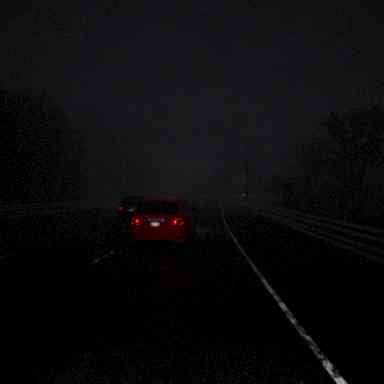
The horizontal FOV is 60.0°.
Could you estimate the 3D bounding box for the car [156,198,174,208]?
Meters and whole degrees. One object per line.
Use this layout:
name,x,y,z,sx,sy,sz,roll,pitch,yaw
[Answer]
car,-4.073,1.641,51.527,1.837,1.490,4.892,0,0,8

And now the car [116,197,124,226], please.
car,-3.711,1.279,24.247,2.150,2.045,5.566,0,0,6

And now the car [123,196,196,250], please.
car,-1.078,1.258,14.628,2.150,2.045,5.566,0,0,5

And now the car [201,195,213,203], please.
car,3.172,1.750,76.428,1.812,1.442,4.674,0,0,10

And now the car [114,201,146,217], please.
car,-6.223,1.643,33.801,1.994,1.385,4.181,0,0,6

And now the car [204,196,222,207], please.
car,3.568,1.759,55.956,1.895,1.301,4.718,0,0,8
